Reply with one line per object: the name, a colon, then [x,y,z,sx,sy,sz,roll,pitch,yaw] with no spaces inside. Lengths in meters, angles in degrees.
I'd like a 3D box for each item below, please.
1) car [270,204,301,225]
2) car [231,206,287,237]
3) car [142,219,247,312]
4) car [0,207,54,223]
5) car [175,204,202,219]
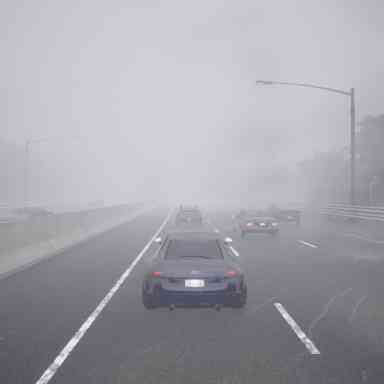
car: [6.721,1.642,25.573,1.882,1.535,5.008,0,-1,-2]
car: [3.376,1.637,18.585,2.033,1.411,5.357,0,-1,-1]
car: [0.032,1.575,7.834,1.994,1.385,4.181,0,0,0]
car: [-10.895,1.677,22.017,2.033,1.411,5.357,0,-1,-1]
car: [-0.257,1.647,24.633,2.128,1.511,4.902,0,-1,-1]
